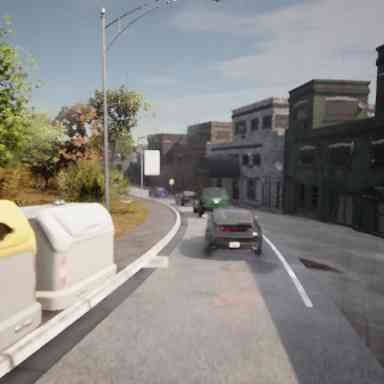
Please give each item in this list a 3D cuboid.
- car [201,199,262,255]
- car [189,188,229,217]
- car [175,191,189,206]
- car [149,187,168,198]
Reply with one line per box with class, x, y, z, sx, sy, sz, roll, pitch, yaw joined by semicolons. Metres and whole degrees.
car;1.440;1.257;12.280;1.837;1.490;4.892;1;2;4
car;1.362;0.686;24.833;2.150;2.045;5.566;0;1;-6
car;-0.606;0.641;36.017;1.837;1.490;4.892;-1;3;-14
car;-4.932;0.019;48.475;1.812;1.442;4.674;-2;4;-24
